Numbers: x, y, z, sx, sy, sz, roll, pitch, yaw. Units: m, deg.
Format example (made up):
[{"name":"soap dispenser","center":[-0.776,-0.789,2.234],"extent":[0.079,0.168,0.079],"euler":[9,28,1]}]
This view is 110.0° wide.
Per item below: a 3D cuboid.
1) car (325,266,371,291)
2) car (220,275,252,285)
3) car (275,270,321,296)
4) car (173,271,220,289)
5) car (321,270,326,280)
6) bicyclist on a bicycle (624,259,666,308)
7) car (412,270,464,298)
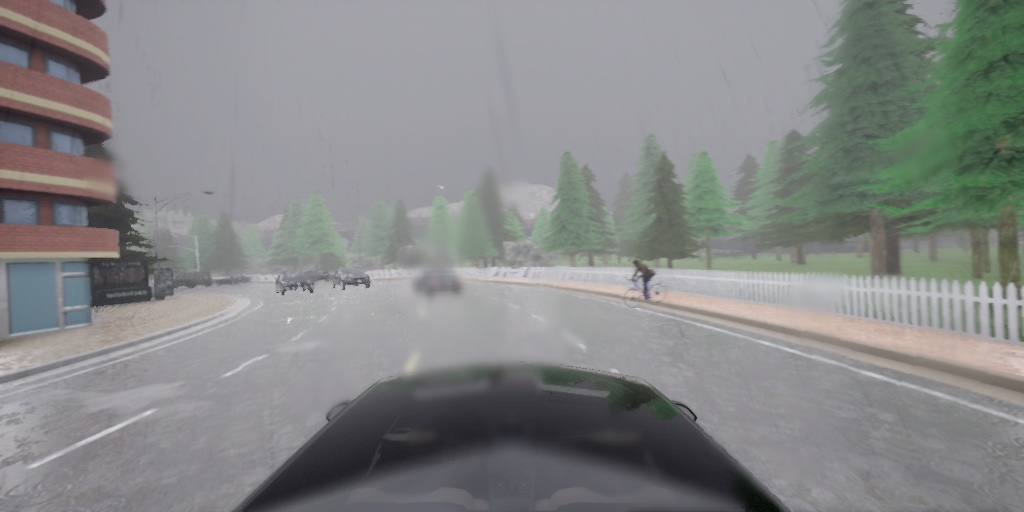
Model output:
[{"name":"car","center":[-11.665,1.499,25.785],"extent":[1.837,1.490,4.892],"euler":[-3,0,-38]},{"name":"car","center":[-37.547,3.256,48.238],"extent":[4.718,1.301,1.895],"euler":[-3,0,17]},{"name":"car","center":[-14.414,1.676,23.625],"extent":[2.033,1.411,5.357],"euler":[-3,0,-38]},{"name":"car","center":[-40.669,3.033,45.509],"extent":[5.566,2.045,2.150],"euler":[-3,0,16]},{"name":"car","center":[-24.121,2.477,43.691],"extent":[4.892,1.490,1.837],"euler":[-5,-1,24]},{"name":"bicyclist on a bicycle","center":[4.491,0.908,12.291],"extent":[1.656,1.620,0.582],"euler":[-9,1,-13]},{"name":"car","center":[-4.392,1.526,20.773],"extent":[2.033,1.411,5.357],"euler":[-3,0,-27]}]
